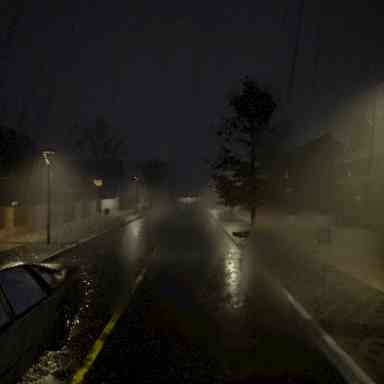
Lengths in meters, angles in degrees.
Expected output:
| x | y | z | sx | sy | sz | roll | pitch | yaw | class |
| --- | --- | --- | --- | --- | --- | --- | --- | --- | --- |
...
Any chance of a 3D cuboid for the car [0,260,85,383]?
| x | y | z | sx | sy | sz | roll | pitch | yaw | class |
| --- | --- | --- | --- | --- | --- | --- | --- | --- | --- |
| -2.748 | 1.549 | 3.473 | 2.033 | 1.411 | 5.357 | 0 | 0 | 0 | car |
